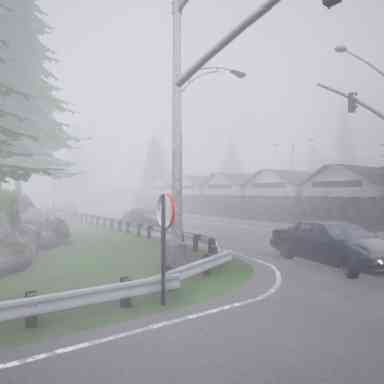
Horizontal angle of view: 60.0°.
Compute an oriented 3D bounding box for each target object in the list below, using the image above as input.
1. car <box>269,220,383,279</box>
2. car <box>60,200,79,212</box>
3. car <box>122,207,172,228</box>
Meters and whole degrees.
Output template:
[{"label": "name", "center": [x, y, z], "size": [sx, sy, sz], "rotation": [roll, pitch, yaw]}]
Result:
[{"label": "car", "center": [4.519, 1.644, 10.705], "size": [2.033, 1.411, 5.357], "rotation": [0, -1, -17]}, {"label": "car", "center": [-15.209, 1.734, 41.064], "size": [2.033, 1.411, 5.357], "rotation": [0, 0, -25]}, {"label": "car", "center": [-3.099, 1.739, 23.198], "size": [2.033, 1.411, 5.357], "rotation": [0, 0, -35]}]
